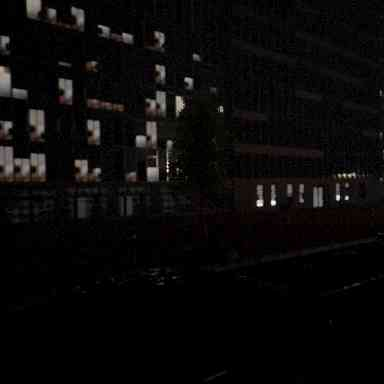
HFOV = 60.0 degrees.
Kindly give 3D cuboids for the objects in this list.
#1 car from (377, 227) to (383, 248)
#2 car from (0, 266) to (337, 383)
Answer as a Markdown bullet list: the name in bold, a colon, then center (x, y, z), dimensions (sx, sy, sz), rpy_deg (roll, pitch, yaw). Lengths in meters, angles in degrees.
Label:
- **car**: center (8.872, 1.446, 12.901), dimensions (4.403, 1.369, 2.008), rpy_deg (0, -1, -35)
- **car**: center (-0.551, 1.517, 2.973), dimensions (4.674, 1.442, 1.812), rpy_deg (0, 0, -36)
